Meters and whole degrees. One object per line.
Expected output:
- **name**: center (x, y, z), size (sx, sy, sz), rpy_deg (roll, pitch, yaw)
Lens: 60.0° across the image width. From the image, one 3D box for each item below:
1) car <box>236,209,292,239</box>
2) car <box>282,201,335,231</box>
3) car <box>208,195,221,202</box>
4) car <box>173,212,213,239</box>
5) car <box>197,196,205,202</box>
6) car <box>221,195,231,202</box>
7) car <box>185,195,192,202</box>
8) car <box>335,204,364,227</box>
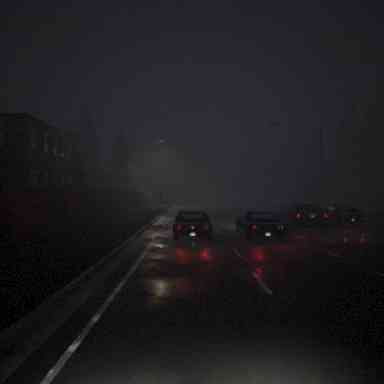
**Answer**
- **car**: center (3.511, 1.683, 17.678), size (1.895, 1.301, 4.718), rpy_deg (0, 0, -1)
- **car**: center (6.967, 1.452, 21.362), size (2.097, 1.767, 4.553), rpy_deg (0, 0, -1)
- **car**: center (6.051, 1.956, 91.832), size (2.033, 1.411, 5.357), rpy_deg (0, 0, -1)
- **car**: center (0.011, 1.681, 17.664), size (1.895, 1.301, 4.718), rpy_deg (0, 0, -1)
- **car**: center (2.551, 1.914, 91.792), size (1.837, 1.490, 4.892), rpy_deg (0, 0, -1)
- **car**: center (9.546, 1.972, 92.256), size (1.994, 1.385, 4.181), rpy_deg (0, 0, -1)
- **car**: center (-0.954, 1.938, 92.168), size (1.812, 1.442, 4.674), rpy_deg (0, 0, -1)
- **car**: center (10.438, 1.607, 24.028), size (2.128, 1.511, 4.902), rpy_deg (0, 0, -1)
